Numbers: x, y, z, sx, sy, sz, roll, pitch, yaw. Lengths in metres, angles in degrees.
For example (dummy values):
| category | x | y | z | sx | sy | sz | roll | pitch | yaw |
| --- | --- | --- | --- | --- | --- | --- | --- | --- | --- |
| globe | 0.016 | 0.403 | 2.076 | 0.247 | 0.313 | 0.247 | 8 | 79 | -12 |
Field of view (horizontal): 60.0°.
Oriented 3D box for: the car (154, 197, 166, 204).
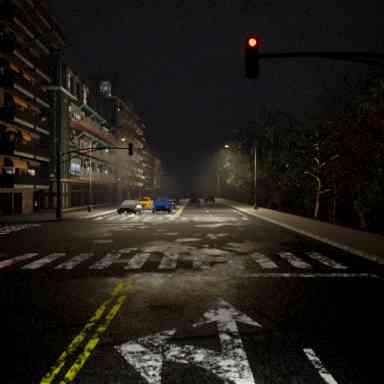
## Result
| category | x | y | z | sx | sy | sz | roll | pitch | yaw |
| --- | --- | --- | --- | --- | --- | --- | --- | --- | --- |
| car | -6.212 | 1.620 | 65.036 | 1.895 | 1.301 | 4.718 | 0 | 0 | 0 |

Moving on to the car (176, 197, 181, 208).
| category | x | y | z | sx | sy | sz | roll | pitch | yaw |
| --- | --- | --- | --- | --- | --- | --- | --- | --- | --- |
| car | -3.090 | 1.500 | 45.838 | 2.128 | 1.511 | 4.902 | 0 | 0 | 1 |

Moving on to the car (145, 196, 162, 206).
| category | x | y | z | sx | sy | sz | roll | pitch | yaw |
| --- | --- | --- | --- | --- | --- | --- | --- | --- | --- |
| car | -6.260 | 1.504 | 54.712 | 2.128 | 1.511 | 4.902 | 0 | 0 | 0 |

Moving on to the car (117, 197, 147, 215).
| category | x | y | z | sx | sy | sz | roll | pitch | yaw |
| --- | --- | --- | --- | --- | --- | --- | --- | --- | --- |
| car | -6.438 | 1.551 | 34.920 | 2.033 | 1.411 | 5.357 | 0 | 0 | 0 |

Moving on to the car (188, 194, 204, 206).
| category | x | y | z | sx | sy | sz | roll | pitch | yaw |
| --- | --- | --- | --- | --- | --- | --- | --- | --- | --- |
| car | 0.338 | 1.503 | 53.981 | 2.128 | 1.511 | 4.902 | 0 | 0 | 0 |

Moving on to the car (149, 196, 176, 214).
| category | x | y | z | sx | sy | sz | roll | pitch | yaw |
| --- | --- | --- | --- | --- | --- | --- | --- | --- | --- |
| car | -3.179 | 1.482 | 36.357 | 1.882 | 1.535 | 5.008 | 0 | 0 | 1 |

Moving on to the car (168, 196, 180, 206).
| category | x | y | z | sx | sy | sz | roll | pitch | yaw |
| --- | --- | --- | --- | --- | --- | --- | --- | --- | --- |
| car | -3.004 | 1.518 | 55.900 | 1.837 | 1.490 | 4.892 | 0 | 0 | 0 |

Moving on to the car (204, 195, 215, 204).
| category | x | y | z | sx | sy | sz | roll | pitch | yaw |
| --- | --- | --- | --- | --- | --- | --- | --- | --- | --- |
| car | 3.543 | 1.525 | 66.077 | 1.837 | 1.490 | 4.892 | 0 | 0 | 0 |

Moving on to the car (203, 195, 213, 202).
| category | x | y | z | sx | sy | sz | roll | pitch | yaw |
| --- | --- | --- | --- | --- | --- | --- | --- | --- | --- |
| car | 3.590 | 1.498 | 76.496 | 2.033 | 1.411 | 5.357 | 0 | 0 | 0 |

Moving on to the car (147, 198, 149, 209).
| category | x | y | z | sx | sy | sz | roll | pitch | yaw |
| --- | --- | --- | --- | --- | --- | --- | --- | --- | --- |
| car | -6.354 | 1.485 | 44.572 | 1.882 | 1.535 | 5.008 | 0 | 0 | 1 |
